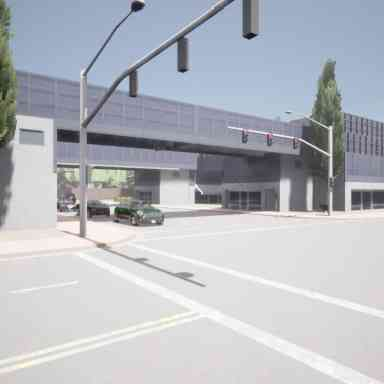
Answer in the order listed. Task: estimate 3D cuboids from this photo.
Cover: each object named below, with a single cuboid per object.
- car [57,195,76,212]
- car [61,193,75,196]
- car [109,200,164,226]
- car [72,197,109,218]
[{"bbox_3d":[-14.846,1.492,38.674,2.128,1.511,4.902,0,0,-36],"label":"car"},{"bbox_3d":[-23.706,1.221,63.055,2.150,2.045,5.566,0,0,-36],"label":"car"},{"bbox_3d":[-3.818,1.352,23.511,2.097,1.767,4.553,0,0,-36],"label":"car"},{"bbox_3d":[-9.268,1.478,31.001,1.882,1.535,5.008,0,0,-36],"label":"car"}]
